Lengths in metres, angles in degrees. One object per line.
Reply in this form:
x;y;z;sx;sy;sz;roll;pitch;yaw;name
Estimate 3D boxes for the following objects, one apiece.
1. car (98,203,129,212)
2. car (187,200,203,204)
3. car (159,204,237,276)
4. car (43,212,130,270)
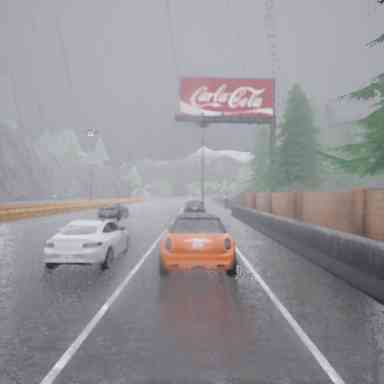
-6.743;1.699;28.899;2.128;1.511;4.902;0;0;0;car
0.333;1.611;33.584;2.097;1.767;4.553;0;0;2;car
0.167;1.436;10.814;2.097;1.767;4.553;0;0;0;car
-3.334;1.605;11.205;1.812;1.442;4.674;0;0;0;car
